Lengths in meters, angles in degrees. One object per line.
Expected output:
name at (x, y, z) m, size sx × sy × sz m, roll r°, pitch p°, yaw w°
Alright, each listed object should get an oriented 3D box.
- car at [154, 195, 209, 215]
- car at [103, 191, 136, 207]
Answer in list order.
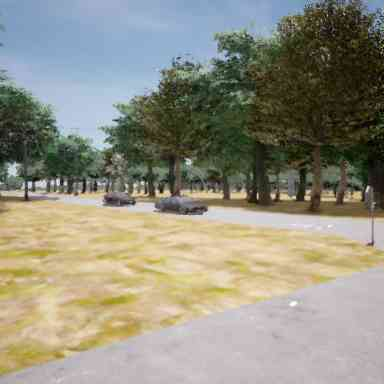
car at (-0.998, 0.988, 26.479) m, size 2.033 × 1.411 × 5.357 m, roll -2°, pitch 2°, yaw -37°
car at (-7.739, 0.714, 35.343) m, size 1.882 × 1.535 × 5.008 m, roll -2°, pitch 2°, yaw -39°
